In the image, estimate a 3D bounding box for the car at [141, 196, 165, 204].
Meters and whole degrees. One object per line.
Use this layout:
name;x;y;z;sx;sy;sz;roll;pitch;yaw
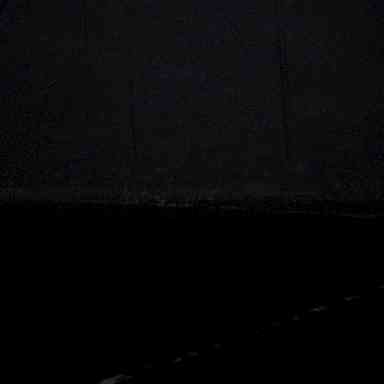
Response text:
car;-7.605;1.465;64.159;2.128;1.511;4.902;1;-1;-41

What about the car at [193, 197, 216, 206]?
car;2.084;1.520;52.656;1.812;1.442;4.674;1;-1;-39

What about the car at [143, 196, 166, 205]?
car;-6.434;1.484;58.573;1.812;1.442;4.674;1;-1;-40
